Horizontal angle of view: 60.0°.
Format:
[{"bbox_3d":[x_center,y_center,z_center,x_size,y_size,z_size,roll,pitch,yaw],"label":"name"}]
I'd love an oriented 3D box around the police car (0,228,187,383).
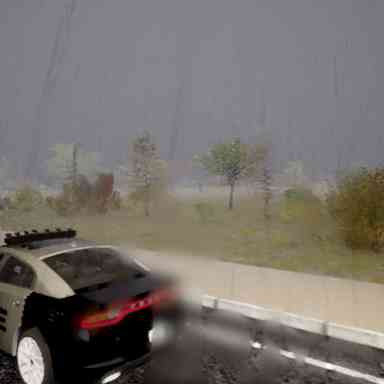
[{"bbox_3d":[-2.497,1.430,5.370,5.238,1.638,1.930,0,0,36],"label":"police car"}]
